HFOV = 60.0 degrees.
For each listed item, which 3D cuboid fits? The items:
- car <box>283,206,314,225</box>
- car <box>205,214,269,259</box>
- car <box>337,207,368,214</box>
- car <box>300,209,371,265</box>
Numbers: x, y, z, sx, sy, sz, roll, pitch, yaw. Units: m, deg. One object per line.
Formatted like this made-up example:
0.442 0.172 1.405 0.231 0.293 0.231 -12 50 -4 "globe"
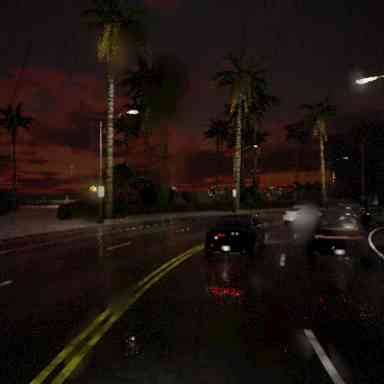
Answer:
8.736 1.792 26.064 1.812 1.442 4.674 0 -1 39 "car"
1.906 1.638 13.407 1.837 1.490 4.892 0 0 19 "car"
11.236 1.798 23.622 2.033 1.411 5.357 0 -1 38 "car"
5.246 1.623 12.360 2.128 1.511 4.902 0 0 19 "car"
